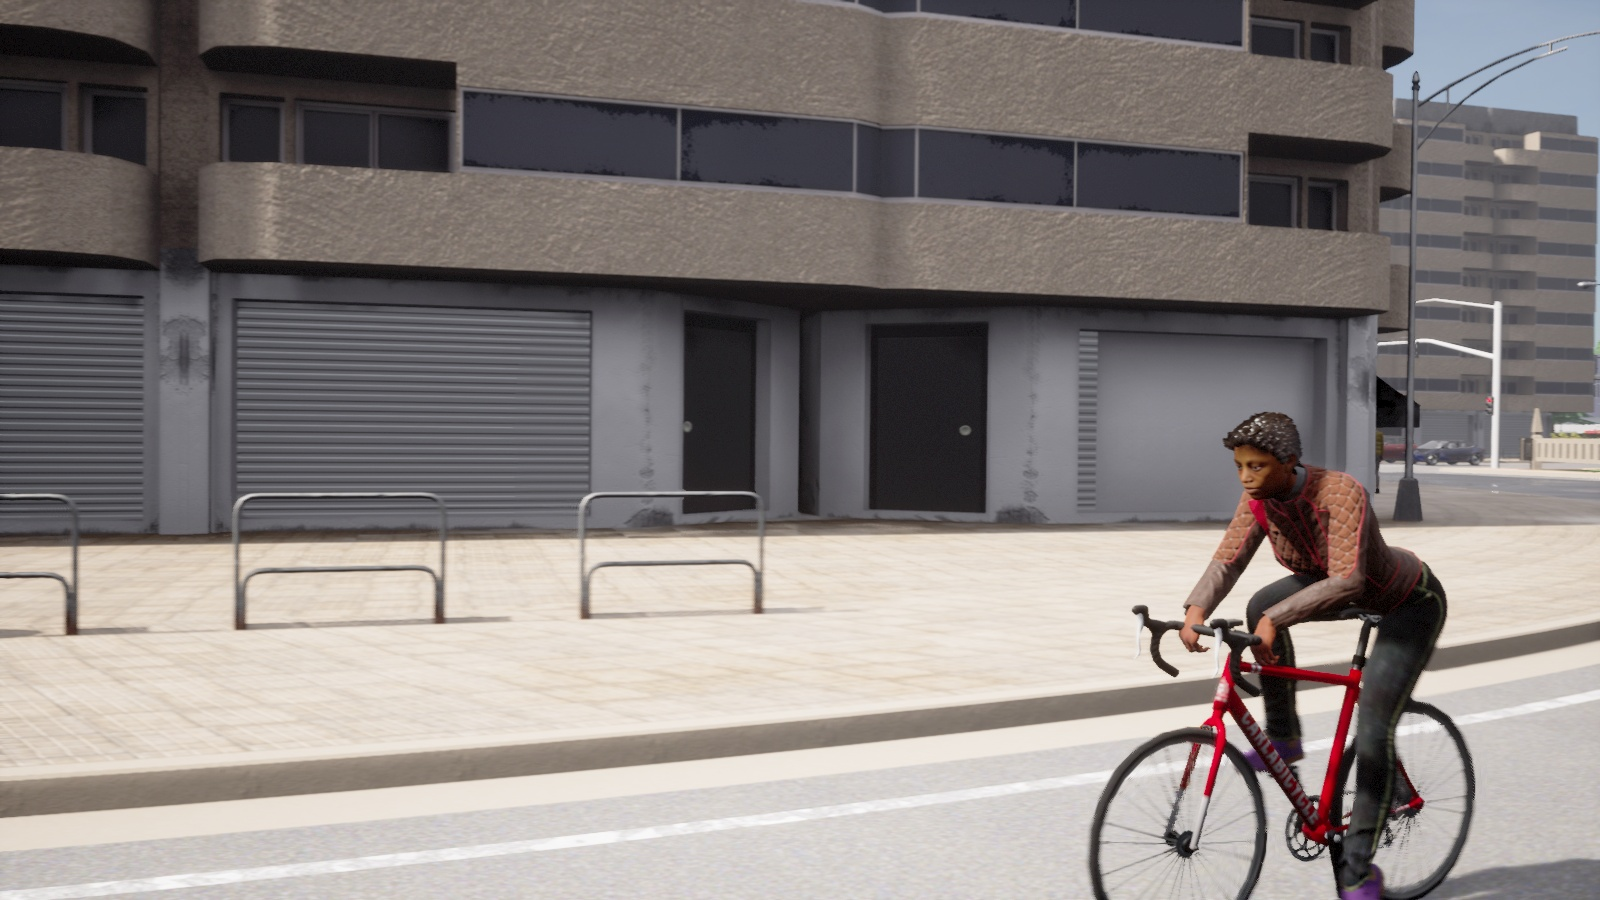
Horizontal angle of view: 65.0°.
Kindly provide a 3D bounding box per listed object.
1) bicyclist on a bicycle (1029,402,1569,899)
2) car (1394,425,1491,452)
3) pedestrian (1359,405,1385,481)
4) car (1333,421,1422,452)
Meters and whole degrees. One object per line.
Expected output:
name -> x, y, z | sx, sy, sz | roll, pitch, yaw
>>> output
bicyclist on a bicycle -> 1.589, 0.673, 3.943 | 1.656, 1.620, 0.582 | -1, 1, -25
car -> 36.861, -0.659, 72.096 | 4.792, 1.488, 2.163 | -1, 1, -16
pedestrian -> 14.074, -0.177, 30.918 | 0.431, 1.840, 0.709 | 0, 1, 12
car -> 34.502, -0.820, 75.060 | 4.553, 1.767, 2.097 | -1, 1, -16
